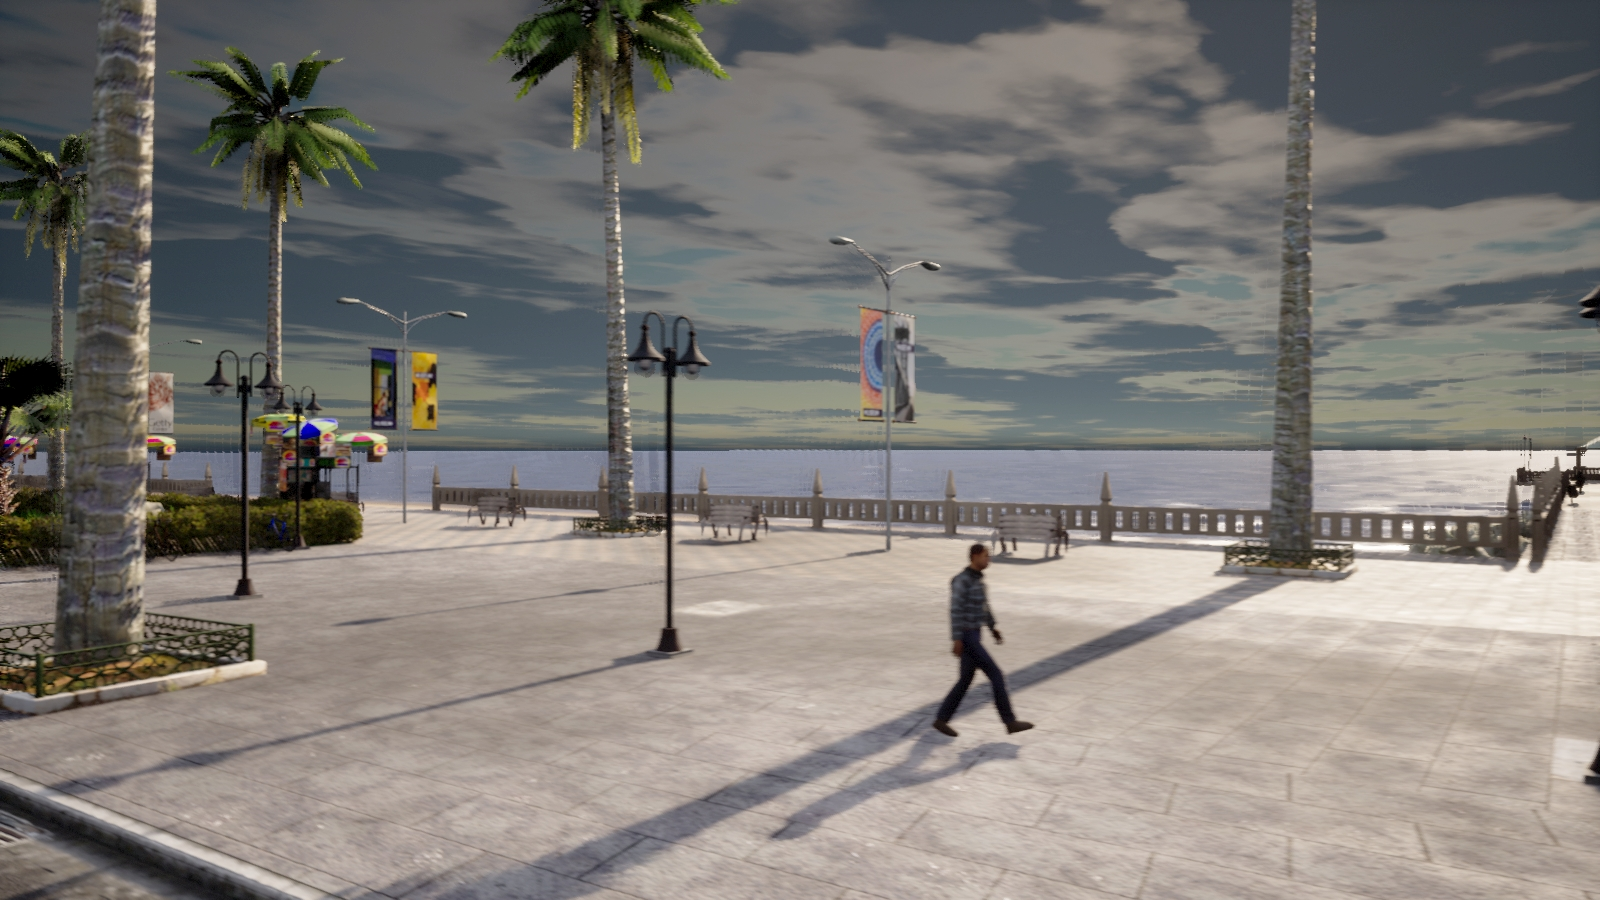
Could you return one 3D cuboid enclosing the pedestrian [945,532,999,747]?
[{"bbox_3d":[1.563,1.696,10.367,0.375,1.860,0.375,0,0,28],"label":"pedestrian"}]
